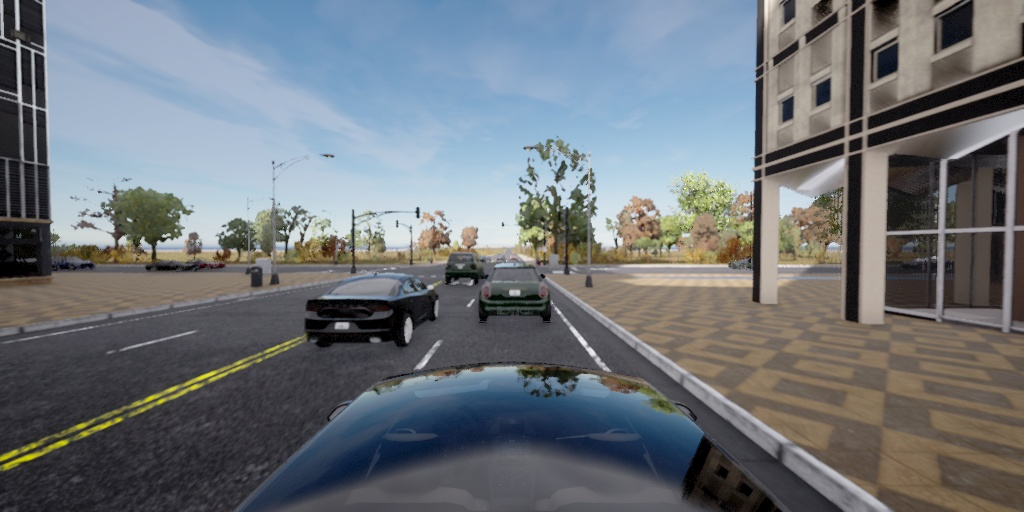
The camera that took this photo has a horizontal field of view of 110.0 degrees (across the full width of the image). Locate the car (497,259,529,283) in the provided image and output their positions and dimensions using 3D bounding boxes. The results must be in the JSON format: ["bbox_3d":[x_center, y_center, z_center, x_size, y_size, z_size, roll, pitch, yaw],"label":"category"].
[{"bbox_3d":[0.039,1.049,26.370,2.128,1.511,4.902,0,0,0],"label":"car"}]

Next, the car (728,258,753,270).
[{"bbox_3d":[27.919,0.936,42.267,4.181,1.385,1.994,0,1,3],"label":"car"}]

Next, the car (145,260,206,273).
[{"bbox_3d":[-36.658,1.165,38.903,4.718,1.301,1.895,0,1,3],"label":"car"}]

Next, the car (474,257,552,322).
[{"bbox_3d":[0.075,1.022,12.012,2.097,1.767,4.553,0,0,0],"label":"car"}]

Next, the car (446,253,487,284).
[{"bbox_3d":[-3.204,0.789,24.857,2.150,2.045,5.566,0,0,0],"label":"car"}]

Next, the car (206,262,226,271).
[{"bbox_3d":[-36.469,1.090,42.152,4.718,1.301,1.895,0,1,3],"label":"car"}]

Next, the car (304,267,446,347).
[{"bbox_3d":[-3.168,1.171,9.147,1.882,1.535,5.008,0,-1,0],"label":"car"}]

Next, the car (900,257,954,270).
[{"bbox_3d":[47.823,0.898,41.285,4.892,1.490,1.837,0,1,3],"label":"car"}]
